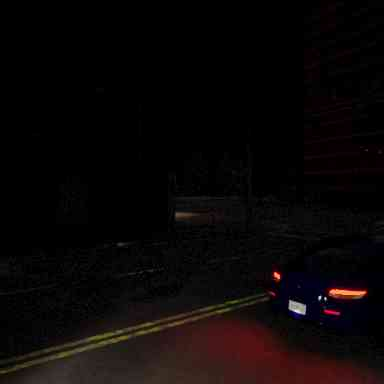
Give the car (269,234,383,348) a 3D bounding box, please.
[{"bbox_3d":[3.421,1.526,6.208,4.674,1.442,1.812,0,0,-35],"label":"car"}]
